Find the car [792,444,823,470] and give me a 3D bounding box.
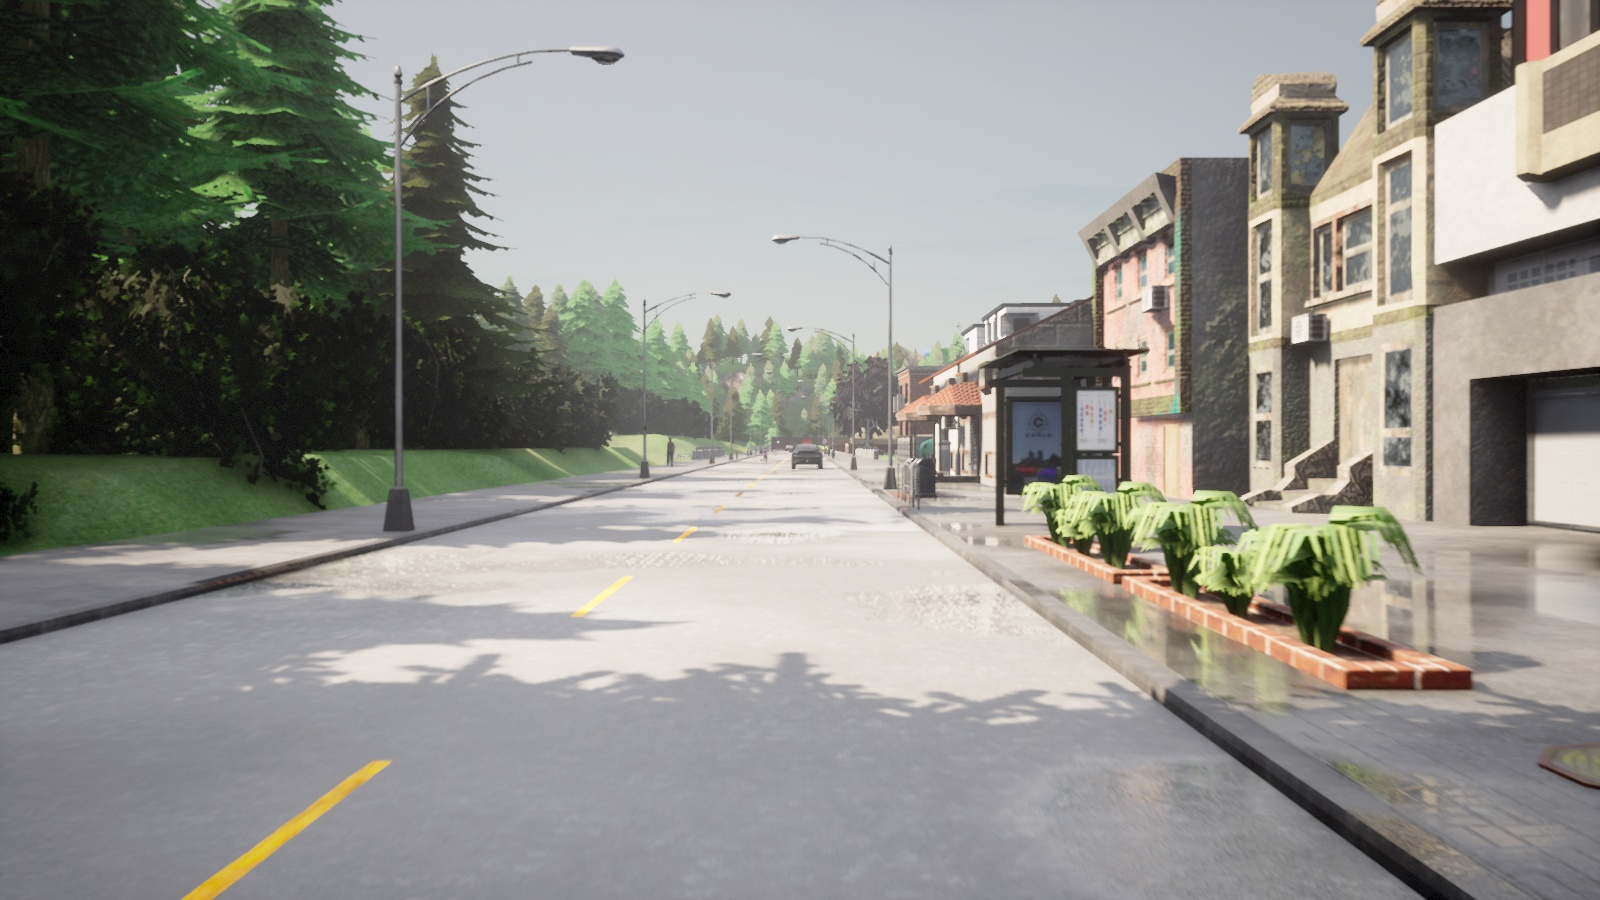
[{"bbox_3d":[0.436,0.401,76.903,1.837,1.490,4.892,0,0,0],"label":"car"}]
